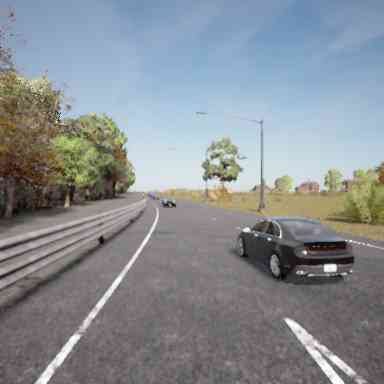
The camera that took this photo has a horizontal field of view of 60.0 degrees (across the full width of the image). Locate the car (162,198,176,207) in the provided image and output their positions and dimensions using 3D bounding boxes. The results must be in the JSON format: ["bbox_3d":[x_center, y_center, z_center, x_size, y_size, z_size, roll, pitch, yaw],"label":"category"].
[{"bbox_3d":[-3.510,1.503,49.518,1.895,1.301,4.718,0,0,-9],"label":"car"}]

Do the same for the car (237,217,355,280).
[{"bbox_3d":[2.801,1.505,10.048,1.837,1.490,4.892,0,0,-9],"label":"car"}]

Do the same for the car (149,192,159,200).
[{"bbox_3d":[-9.572,1.309,87.435,2.033,1.411,5.357,0,0,-9],"label":"car"}]
